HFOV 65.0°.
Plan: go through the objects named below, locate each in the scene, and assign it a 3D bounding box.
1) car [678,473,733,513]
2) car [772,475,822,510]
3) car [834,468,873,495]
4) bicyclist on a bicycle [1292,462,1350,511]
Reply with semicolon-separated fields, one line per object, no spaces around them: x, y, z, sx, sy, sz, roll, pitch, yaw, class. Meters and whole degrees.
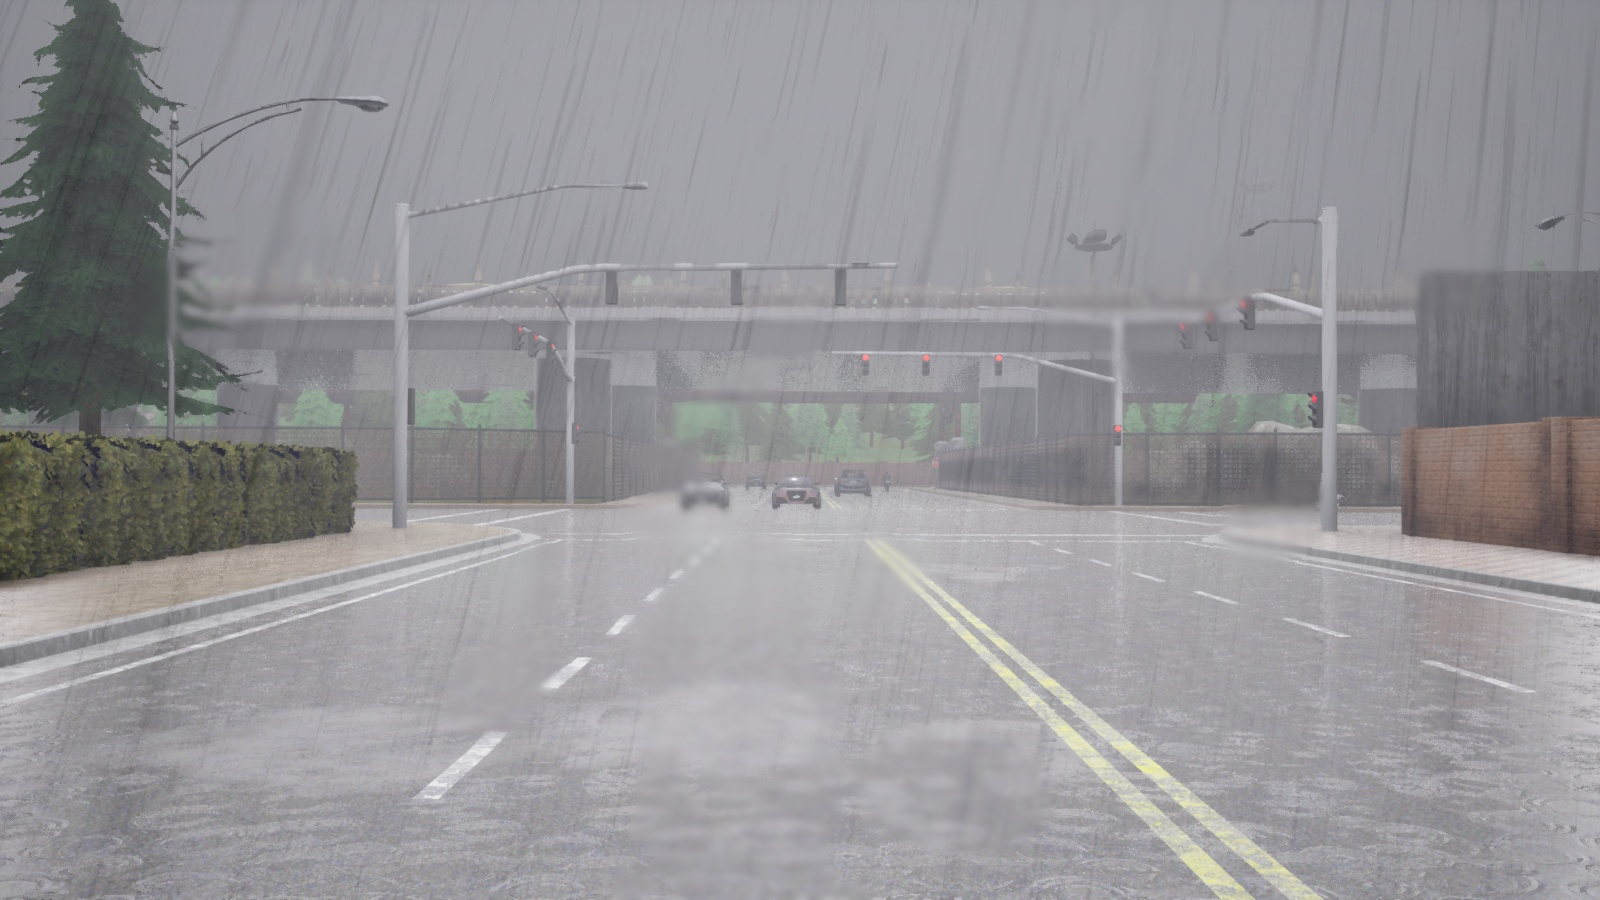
-3.622;1.635;48.729;1.816;1.474;4.193;0;-1;0;car
-0.131;1.748;52.314;1.994;1.385;4.181;0;-1;0;car
3.303;1.968;78.965;2.242;1.667;4.611;0;-1;0;car
18.956;1.319;45.688;1.843;1.776;0.659;0;-1;0;bicyclist on a bicycle
